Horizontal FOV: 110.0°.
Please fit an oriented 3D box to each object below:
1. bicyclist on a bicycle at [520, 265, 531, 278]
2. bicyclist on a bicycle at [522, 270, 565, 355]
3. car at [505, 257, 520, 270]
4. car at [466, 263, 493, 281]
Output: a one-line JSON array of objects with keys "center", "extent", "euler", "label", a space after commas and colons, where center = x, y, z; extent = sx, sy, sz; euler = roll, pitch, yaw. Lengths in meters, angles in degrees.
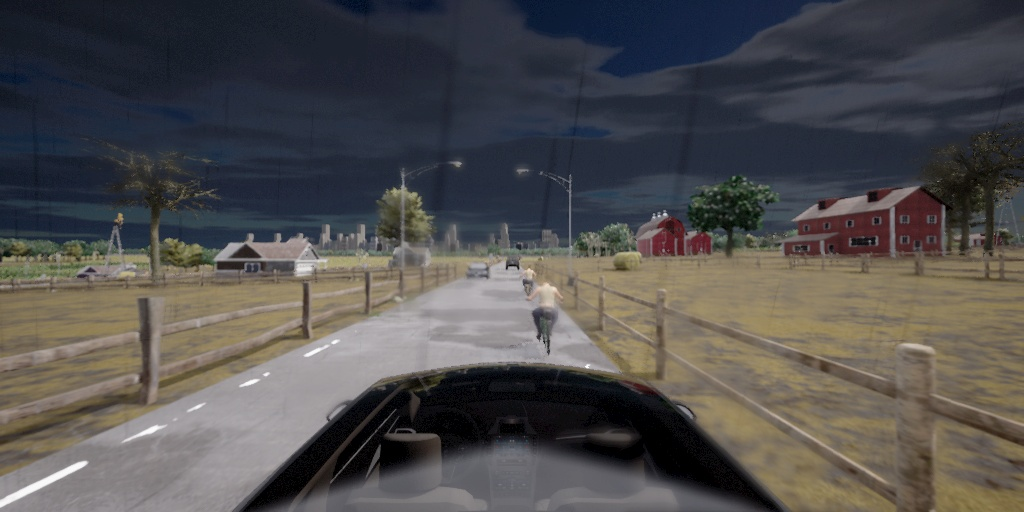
[{"center": [0.779, 1.205, 16.687], "extent": [0.866, 1.612, 1.509], "euler": [0, 0, 0], "label": "bicyclist on a bicycle"}, {"center": [0.734, 1.192, 7.738], "extent": [0.866, 1.612, 1.509], "euler": [0, 0, 0], "label": "bicyclist on a bicycle"}, {"center": [0.094, 1.146, 58.203], "extent": [2.150, 2.045, 5.566], "euler": [0, 0, 0], "label": "car"}, {"center": [-2.852, 1.331, 31.476], "extent": [1.812, 1.442, 4.674], "euler": [0, 0, 0], "label": "car"}]
